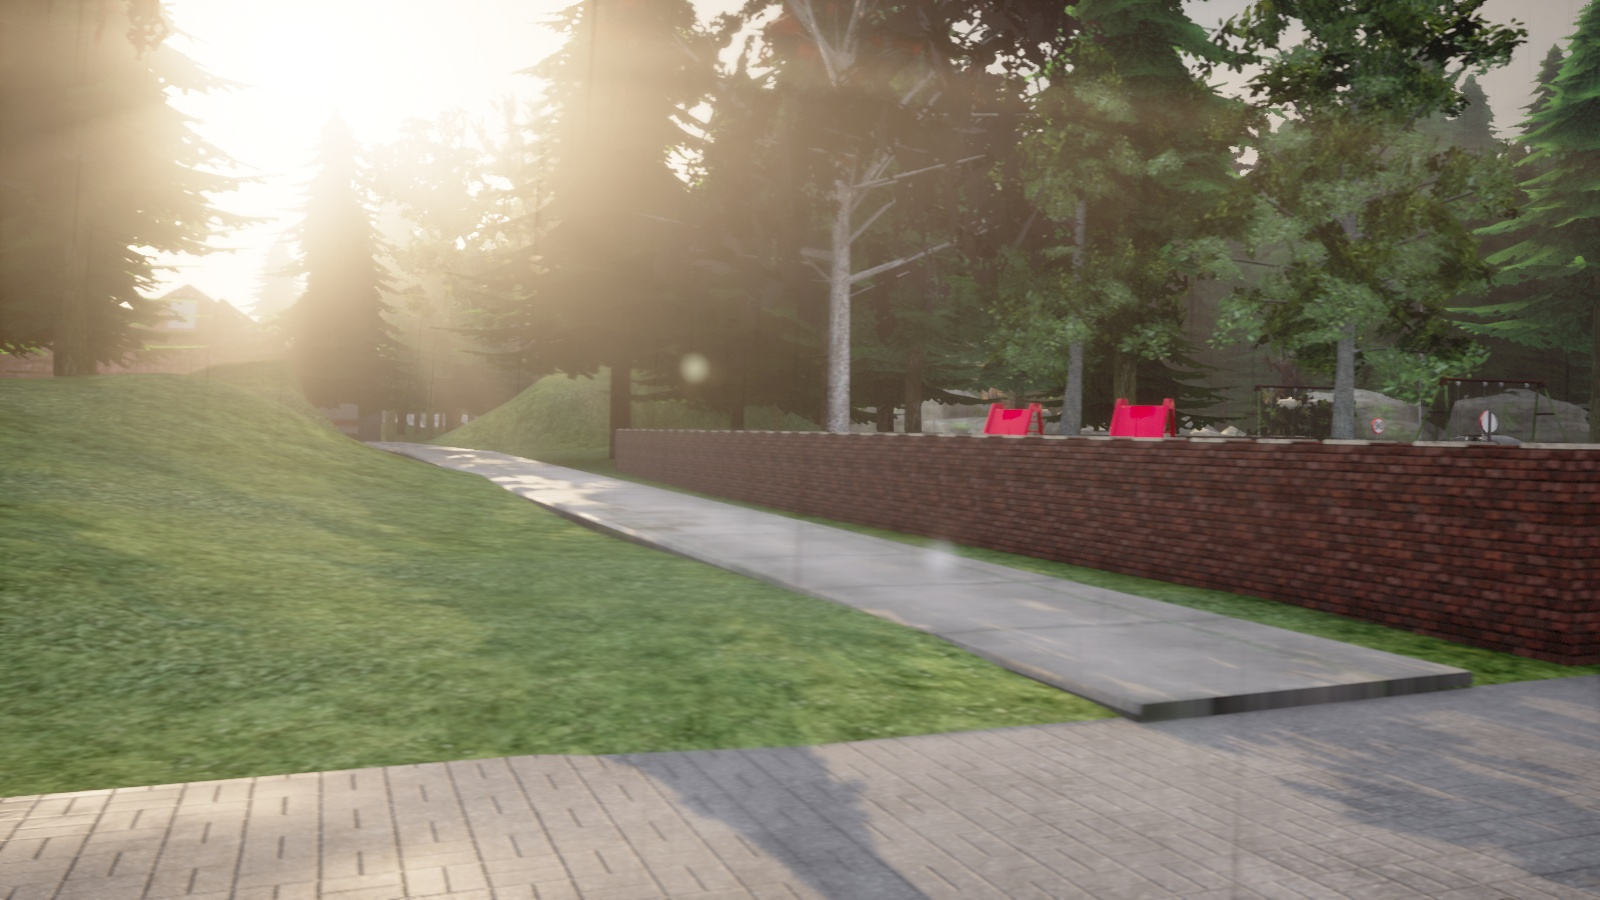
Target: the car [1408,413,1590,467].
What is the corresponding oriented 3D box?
[{"bbox_3d":[22.876,-0.343,41.344,2.152,1.651,5.027,-1,1,-21],"label":"car"}]
